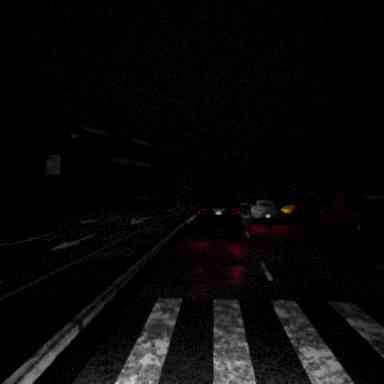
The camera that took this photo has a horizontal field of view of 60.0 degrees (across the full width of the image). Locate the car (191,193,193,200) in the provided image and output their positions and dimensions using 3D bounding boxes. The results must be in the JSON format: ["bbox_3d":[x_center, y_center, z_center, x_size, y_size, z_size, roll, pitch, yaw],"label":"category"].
[{"bbox_3d":[-0.677,0.791,57.833,2.002,1.452,4.674,0,0,14],"label":"car"}]

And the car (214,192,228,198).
[{"bbox_3d":[7.369,0.822,84.465,2.231,1.521,4.892,0,-1,20],"label":"car"}]

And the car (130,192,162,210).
[{"bbox_3d":[-5.181,1.059,36.142,2.097,1.535,5.008,0,1,10],"label":"car"}]

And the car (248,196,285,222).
[{"bbox_3d":[5.128,1.283,23.494,1.812,1.442,4.674,0,1,7],"label":"car"}]

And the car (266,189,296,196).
[{"bbox_3d":[14.059,0.572,48.604,5.566,2.045,2.435,0,1,13],"label":"car"}]

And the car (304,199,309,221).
[{"bbox_3d":[9.259,1.330,18.974,4.792,1.488,2.163,0,1,6],"label":"car"}]

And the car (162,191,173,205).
[{"bbox_3d":[-4.239,1.001,41.553,2.163,1.488,4.792,0,1,11],"label":"car"}]

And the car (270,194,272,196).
[{"bbox_3d":[12.929,0.937,43.261,4.792,1.488,2.163,0,1,12],"label":"car"}]

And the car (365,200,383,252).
[{"bbox_3d":[8.545,1.269,10.774,4.553,1.767,2.185,0,1,5],"label":"car"}]

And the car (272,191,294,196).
[{"bbox_3d":[11.921,1.010,37.764,4.892,1.521,2.231,0,1,10],"label":"car"}]

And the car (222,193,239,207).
[{"bbox_3d":[4.868,0.977,41.660,1.837,1.490,4.892,0,1,11],"label":"car"}]

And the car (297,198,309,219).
[{"bbox_3d":[9.570,1.306,21.572,4.674,1.452,2.002,0,1,7],"label":"car"}]

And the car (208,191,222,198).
[{"bbox_3d":[5.521,0.636,79.143,2.185,1.767,4.553,0,-1,19],"label":"car"}]

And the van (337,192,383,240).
[{"bbox_3d":[8.655,1.138,13.532,4.442,1.987,1.878,0,1,5],"label":"van"}]

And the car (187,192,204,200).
[{"bbox_3d":[0.709,0.760,63.199,2.002,1.452,4.674,0,0,15],"label":"car"}]

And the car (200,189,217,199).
[{"bbox_3d":[3.777,0.474,73.811,2.435,2.045,5.566,0,0,18],"label":"car"}]

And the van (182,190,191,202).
[{"bbox_3d":[-2.015,0.580,52.319,1.878,1.987,4.442,0,1,14],"label":"van"}]

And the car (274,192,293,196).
[{"bbox_3d":[11.494,1.086,35.066,4.792,1.488,2.163,0,1,10],"label":"car"}]

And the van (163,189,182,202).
[{"bbox_3d":[-3.184,0.656,46.906,1.878,1.987,4.442,0,1,12],"label":"van"}]

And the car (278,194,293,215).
[{"bbox_3d":[10.063,1.185,27.000,5.366,1.575,1.946,0,1,8],"label":"car"}]

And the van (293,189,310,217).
[{"bbox_3d":[10.011,1.003,24.247,4.442,1.987,1.878,0,1,7],"label":"van"}]

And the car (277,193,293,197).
[{"bbox_3d":[11.003,1.132,32.382,4.792,1.488,2.163,0,1,9],"label":"car"}]

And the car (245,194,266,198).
[{"bbox_3d":[7.910,0.975,41.517,1.837,1.490,4.892,0,1,10],"label":"car"}]

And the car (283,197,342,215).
[{"bbox_3d":[10.628,1.187,29.677,4.674,1.452,2.002,0,1,9],"label":"car"}]

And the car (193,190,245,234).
[{"bbox_3d":[1.505,1.045,18.163,2.150,2.045,5.566,0,1,6],"label":"car"}]

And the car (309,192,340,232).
[{"bbox_3d":[9.050,1.084,16.251,5.566,2.045,2.435,0,1,6],"label":"car"}]
